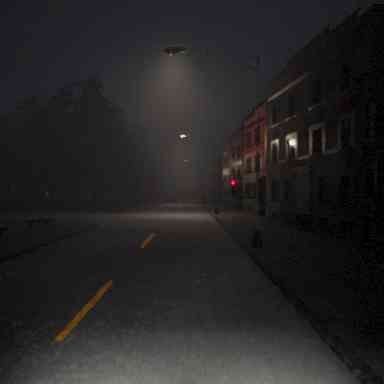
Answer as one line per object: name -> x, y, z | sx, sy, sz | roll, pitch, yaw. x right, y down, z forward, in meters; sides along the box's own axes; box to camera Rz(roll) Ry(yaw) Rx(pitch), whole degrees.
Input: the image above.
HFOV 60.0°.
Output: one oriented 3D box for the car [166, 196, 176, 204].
car -> -4.171, 1.582, 65.840 | 2.033, 1.411, 5.357 | 0, 0, 0
